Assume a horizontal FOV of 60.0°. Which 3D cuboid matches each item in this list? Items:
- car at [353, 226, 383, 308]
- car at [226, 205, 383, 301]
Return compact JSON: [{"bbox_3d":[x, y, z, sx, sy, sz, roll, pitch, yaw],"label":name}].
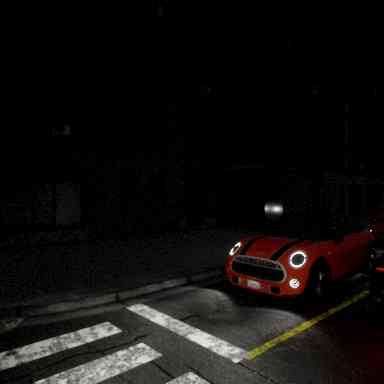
[{"bbox_3d":[5.277,1.491,6.778,4.892,1.490,1.837,0,0,-43],"label":"car"},{"bbox_3d":[2.907,1.323,8.433,4.553,1.767,2.097,0,0,-43],"label":"car"}]
